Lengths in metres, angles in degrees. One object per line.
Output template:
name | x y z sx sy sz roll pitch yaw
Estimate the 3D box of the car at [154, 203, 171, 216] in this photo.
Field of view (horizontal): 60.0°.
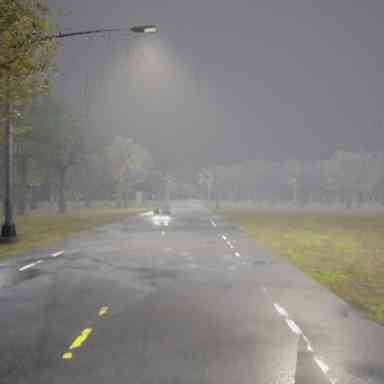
car | -3.581 2.094 40.736 2.128 1.511 4.902 0 -1 0
